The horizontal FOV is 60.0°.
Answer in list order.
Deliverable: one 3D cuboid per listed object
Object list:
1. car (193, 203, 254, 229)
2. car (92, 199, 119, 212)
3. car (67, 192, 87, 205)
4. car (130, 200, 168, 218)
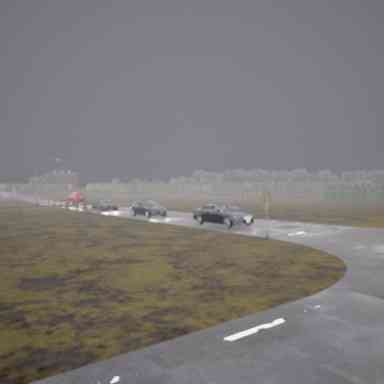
[{"bbox_3d":[1.984,1.485,22.104,2.128,1.511,4.902,-2,1,-35],"label":"car"},{"bbox_3d":[-10.279,1.572,39.381,1.994,1.385,4.181,-2,1,-35],"label":"car"},{"bbox_3d":[-20.333,1.114,58.563,2.150,2.045,5.566,-2,2,-36],"label":"car"},{"bbox_3d":[-4.041,1.514,30.580,1.837,1.490,4.892,-2,1,-35],"label":"car"}]
